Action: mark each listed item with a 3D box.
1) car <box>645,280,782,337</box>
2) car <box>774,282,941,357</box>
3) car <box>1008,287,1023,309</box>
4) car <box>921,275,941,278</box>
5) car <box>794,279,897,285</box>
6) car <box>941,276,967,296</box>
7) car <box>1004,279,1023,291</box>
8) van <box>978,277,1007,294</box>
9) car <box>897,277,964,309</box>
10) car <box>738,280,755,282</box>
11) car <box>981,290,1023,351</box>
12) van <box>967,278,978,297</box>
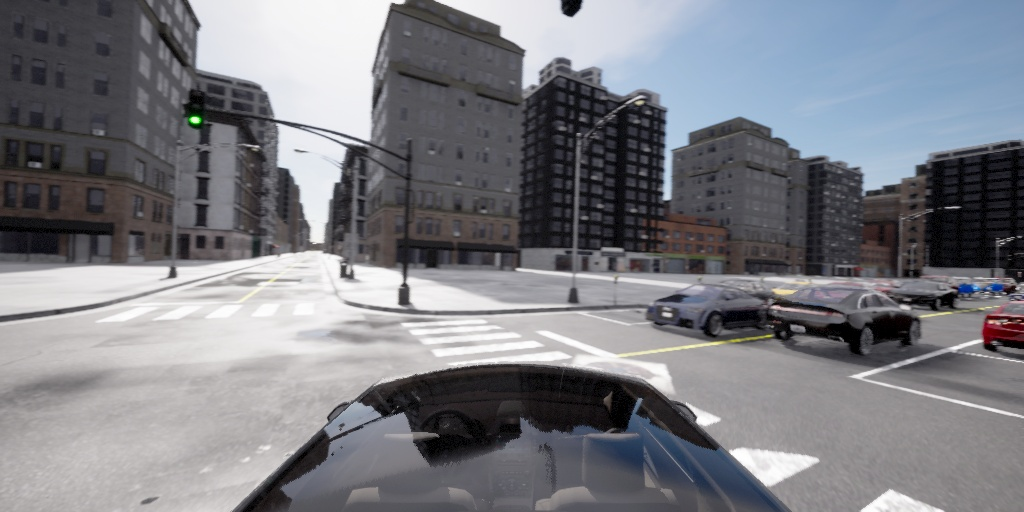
[{"bbox_3d":[6.272,1.600,11.396,4.181,1.385,1.994,2,-1,-28],"label":"car"},{"bbox_3d":[9.008,1.611,9.679,4.902,1.511,2.128,2,-1,-27],"label":"car"},{"bbox_3d":[34.246,2.743,23.165,4.718,1.301,1.895,2,-1,-28],"label":"car"},{"bbox_3d":[30.250,2.472,27.201,4.097,1.591,1.967,0,0,-28],"label":"car"},{"bbox_3d":[15.025,1.916,16.116,4.674,1.442,1.812,2,-1,-28],"label":"car"},{"bbox_3d":[35.248,2.550,29.891,5.009,1.841,2.192,0,0,-28],"label":"car"},{"bbox_3d":[19.056,1.817,12.062,5.009,1.841,2.192,0,0,-28],"label":"car"},{"bbox_3d":[50.243,3.186,37.963,3.998,1.789,1.690,0,0,-28],"label":"van"},{"bbox_3d":[24.028,2.233,20.951,5.008,1.535,1.882,2,-1,-28],"label":"car"},{"bbox_3d":[10.258,1.772,16.439,4.403,1.370,2.007,0,0,-28],"label":"car"},{"bbox_3d":[14.058,1.845,9.371,4.507,1.381,1.888,0,0,-28],"label":"car"},{"bbox_3d":[40.247,2.779,32.582,3.998,1.789,1.690,0,0,-28],"label":"van"}]
